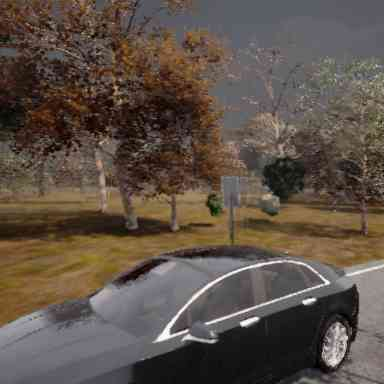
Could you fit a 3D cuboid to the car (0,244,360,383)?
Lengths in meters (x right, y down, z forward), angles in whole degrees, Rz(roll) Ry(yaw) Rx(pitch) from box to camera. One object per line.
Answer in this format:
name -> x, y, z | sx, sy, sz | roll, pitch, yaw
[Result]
car -> 0.119, 1.494, 4.049 | 4.892, 1.490, 1.837 | 0, 0, -35
